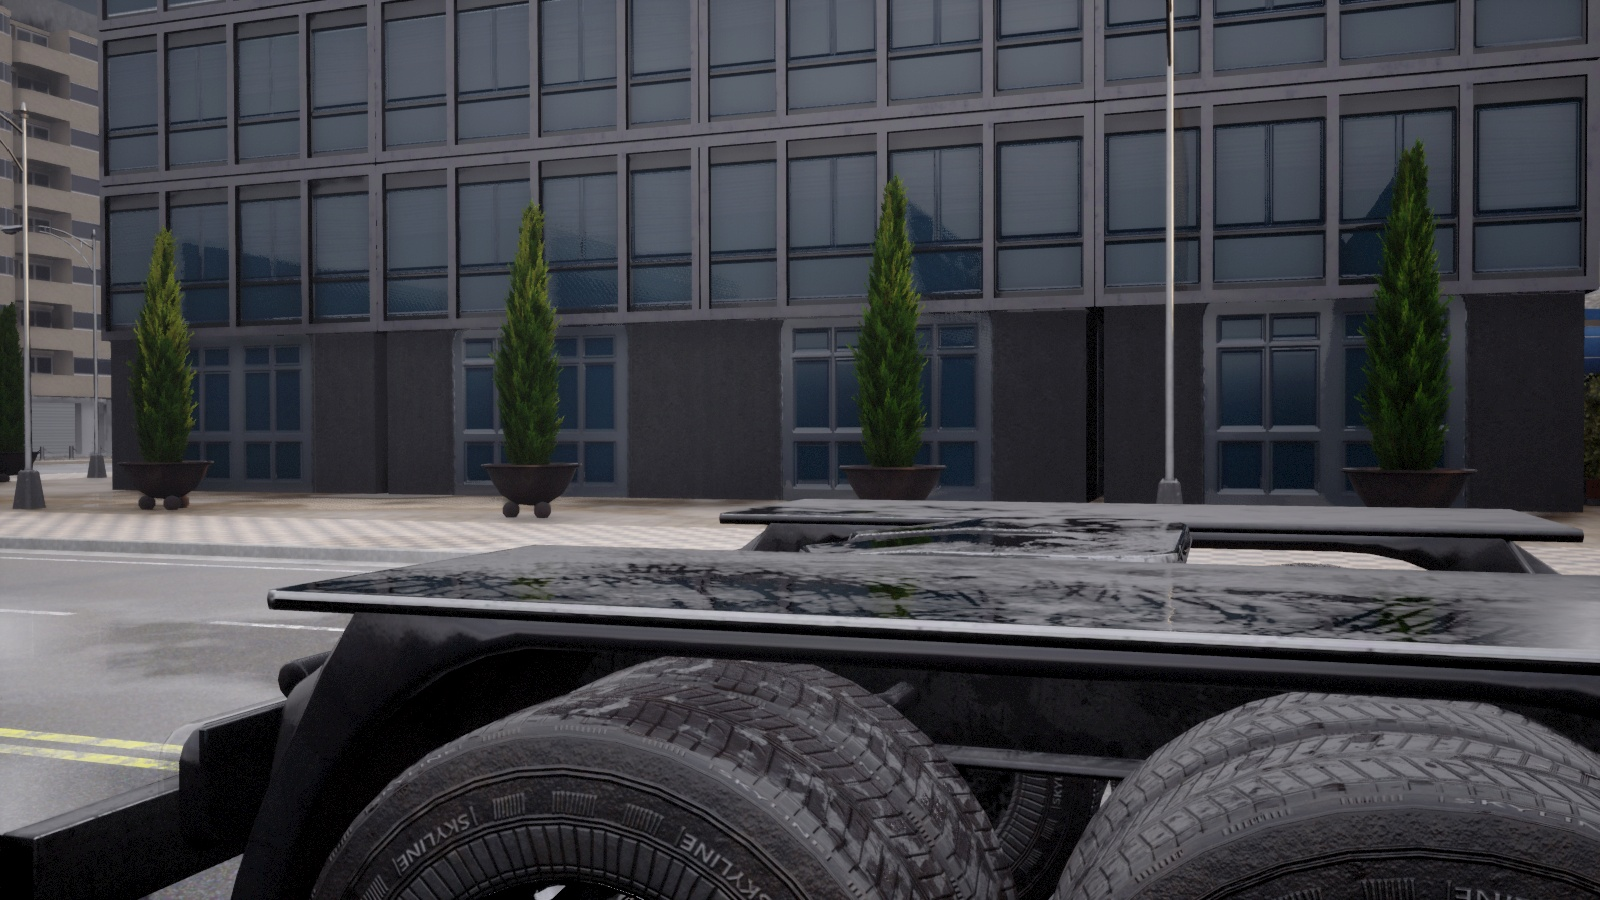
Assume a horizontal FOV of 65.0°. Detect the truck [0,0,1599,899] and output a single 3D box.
[{"bbox_3d":[2.642,-0.182,2.289,7.936,3.462,2.891,1,1,19],"label":"truck"}]
